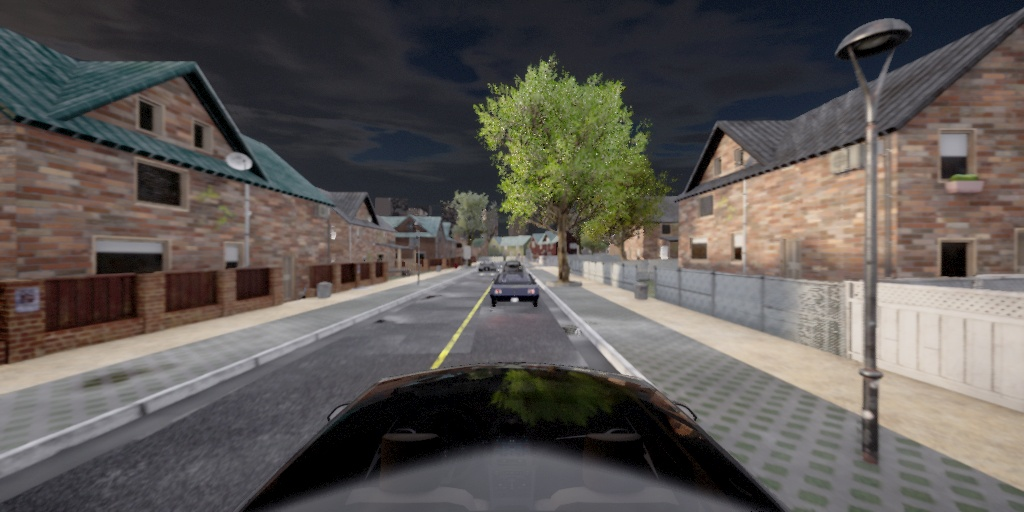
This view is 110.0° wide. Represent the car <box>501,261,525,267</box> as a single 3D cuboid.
[{"bbox_3d":[0.105,1.181,33.125,1.837,1.490,4.892,0,0,0],"label":"car"}]

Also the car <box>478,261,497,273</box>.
[{"bbox_3d":[-2.799,1.217,41.781,1.994,1.385,4.181,0,0,0],"label":"car"}]

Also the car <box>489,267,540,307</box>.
[{"bbox_3d":[0.102,1.320,15.346,1.895,1.301,4.718,0,0,0],"label":"car"}]
